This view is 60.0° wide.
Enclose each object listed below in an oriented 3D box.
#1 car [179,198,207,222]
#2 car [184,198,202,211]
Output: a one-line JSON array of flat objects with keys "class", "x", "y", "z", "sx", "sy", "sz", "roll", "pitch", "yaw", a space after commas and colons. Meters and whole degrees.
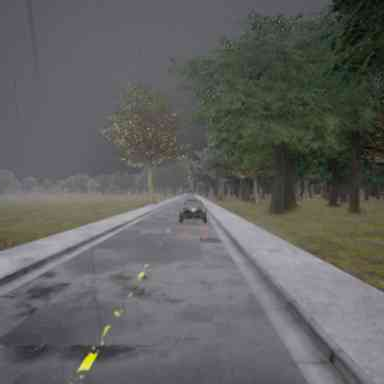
[{"class": "car", "x": 0.097, "y": 1.379, "z": 26.584, "sx": 2.097, "sy": 1.767, "sz": 4.553, "roll": 0, "pitch": 0, "yaw": 0}, {"class": "car", "x": 0.096, "y": 1.532, "z": 42.622, "sx": 2.128, "sy": 1.511, "sz": 4.902, "roll": 0, "pitch": 0, "yaw": 0}]
